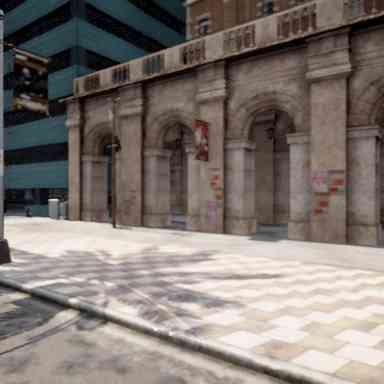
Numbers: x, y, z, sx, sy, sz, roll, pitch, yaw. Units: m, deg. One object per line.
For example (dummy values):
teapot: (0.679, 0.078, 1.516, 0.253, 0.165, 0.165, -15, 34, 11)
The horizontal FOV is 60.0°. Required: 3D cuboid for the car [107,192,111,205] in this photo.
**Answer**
car: (-8.189, 1.042, 31.593, 5.566, 2.045, 2.435, 0, 0, 36)
